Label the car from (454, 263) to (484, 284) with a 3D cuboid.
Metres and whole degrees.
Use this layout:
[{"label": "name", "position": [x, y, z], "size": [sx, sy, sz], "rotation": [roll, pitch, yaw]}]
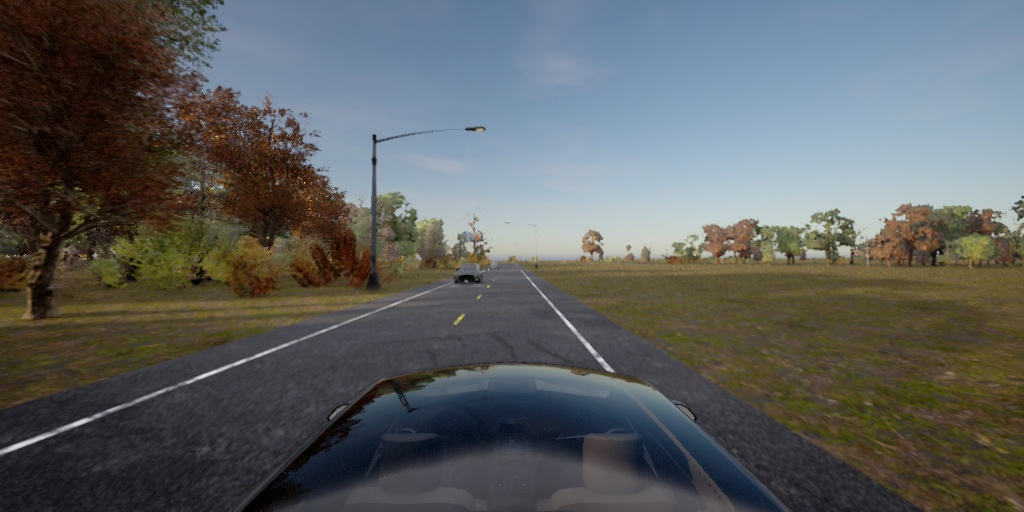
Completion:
[{"label": "car", "position": [-3.599, 1.422, 30.507], "size": [2.097, 1.767, 4.553], "rotation": [0, -1, 0]}]
